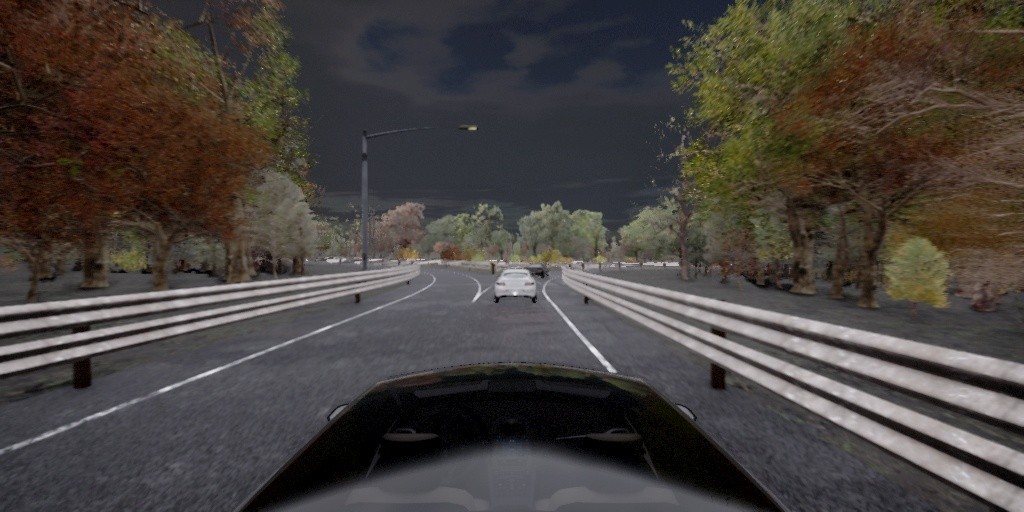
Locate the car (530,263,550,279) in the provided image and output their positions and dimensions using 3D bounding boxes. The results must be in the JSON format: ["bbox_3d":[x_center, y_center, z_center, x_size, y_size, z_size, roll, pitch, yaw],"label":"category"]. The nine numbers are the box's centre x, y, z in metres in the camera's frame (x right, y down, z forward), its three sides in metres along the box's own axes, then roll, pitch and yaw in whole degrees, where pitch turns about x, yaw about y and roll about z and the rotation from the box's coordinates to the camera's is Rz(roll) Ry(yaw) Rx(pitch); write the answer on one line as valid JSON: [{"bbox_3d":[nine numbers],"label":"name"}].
[{"bbox_3d":[2.641,1.467,36.443,1.882,1.535,5.008,-1,-1,14],"label":"car"}]

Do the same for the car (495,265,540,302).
[{"bbox_3d":[0.220,1.336,17.142,1.812,1.442,4.674,0,-1,2],"label":"car"}]
